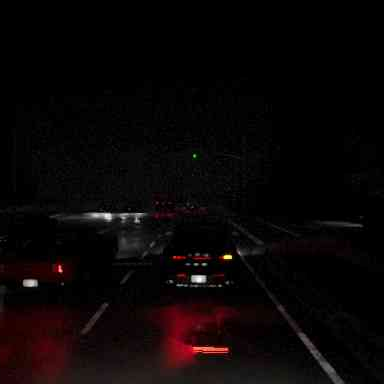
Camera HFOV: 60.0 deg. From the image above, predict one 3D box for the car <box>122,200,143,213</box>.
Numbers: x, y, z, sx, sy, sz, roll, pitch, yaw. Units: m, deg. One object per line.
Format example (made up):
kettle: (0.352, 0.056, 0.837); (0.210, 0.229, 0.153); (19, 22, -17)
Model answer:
car: (-7.102, 1.727, 40.094); (1.837, 1.490, 4.892); (0, -1, 0)

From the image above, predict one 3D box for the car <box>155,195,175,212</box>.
car: (-3.425, 1.457, 42.658); (2.150, 2.045, 5.566); (0, 0, 0)

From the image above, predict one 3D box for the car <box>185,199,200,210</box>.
car: (0.084, 1.785, 47.014); (1.812, 1.442, 4.674); (0, 0, 1)

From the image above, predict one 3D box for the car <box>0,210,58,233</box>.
car: (-7.109, 1.552, 13.437); (1.882, 1.535, 5.008); (0, 0, 0)

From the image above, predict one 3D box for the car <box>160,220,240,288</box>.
car: (0.263, 1.557, 9.373); (1.837, 1.490, 4.892); (0, 0, 3)

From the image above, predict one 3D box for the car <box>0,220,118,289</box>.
car: (-3.415, 1.651, 9.269); (1.895, 1.301, 4.718); (0, 0, 0)

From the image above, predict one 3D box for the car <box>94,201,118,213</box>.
car: (-10.599, 1.828, 41.163); (1.895, 1.301, 4.718); (0, 0, 0)

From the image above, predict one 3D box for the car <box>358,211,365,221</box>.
car: (14.845, 1.602, 24.544); (4.892, 1.490, 1.837); (0, 0, -1)
